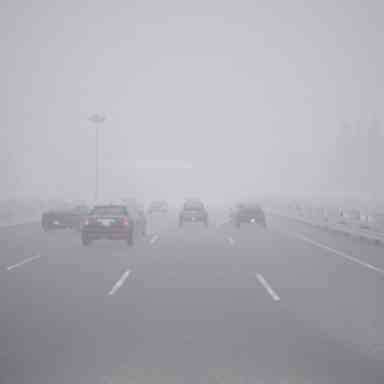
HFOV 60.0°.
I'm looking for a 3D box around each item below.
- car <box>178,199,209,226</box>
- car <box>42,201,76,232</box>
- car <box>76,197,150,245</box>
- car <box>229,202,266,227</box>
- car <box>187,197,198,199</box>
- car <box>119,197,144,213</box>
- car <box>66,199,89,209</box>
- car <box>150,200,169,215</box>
[{"bbox_3d":[0.102,1.428,22.542,2.128,1.511,4.902,0,0,0],"label":"car"},{"bbox_3d":[-6.897,1.407,19.356,1.882,1.535,5.008,0,0,0],"label":"car"},{"bbox_3d":[-3.398,1.281,15.271,2.097,1.767,4.553,0,0,0],"label":"car"},{"bbox_3d":[3.604,1.440,22.119,1.837,1.490,4.892,0,0,0],"label":"car"},{"bbox_3d":[0.105,1.425,39.355,2.097,1.767,4.553,0,-1,0],"label":"car"},{"bbox_3d":[-6.895,1.414,38.404,2.097,1.767,4.553,0,-1,0],"label":"car"},{"bbox_3d":[-17.493,1.807,51.185,1.895,1.301,4.718,0,-1,0],"label":"car"},{"bbox_3d":[-3.395,1.566,34.223,2.033,1.411,5.357,0,-1,0],"label":"car"}]
